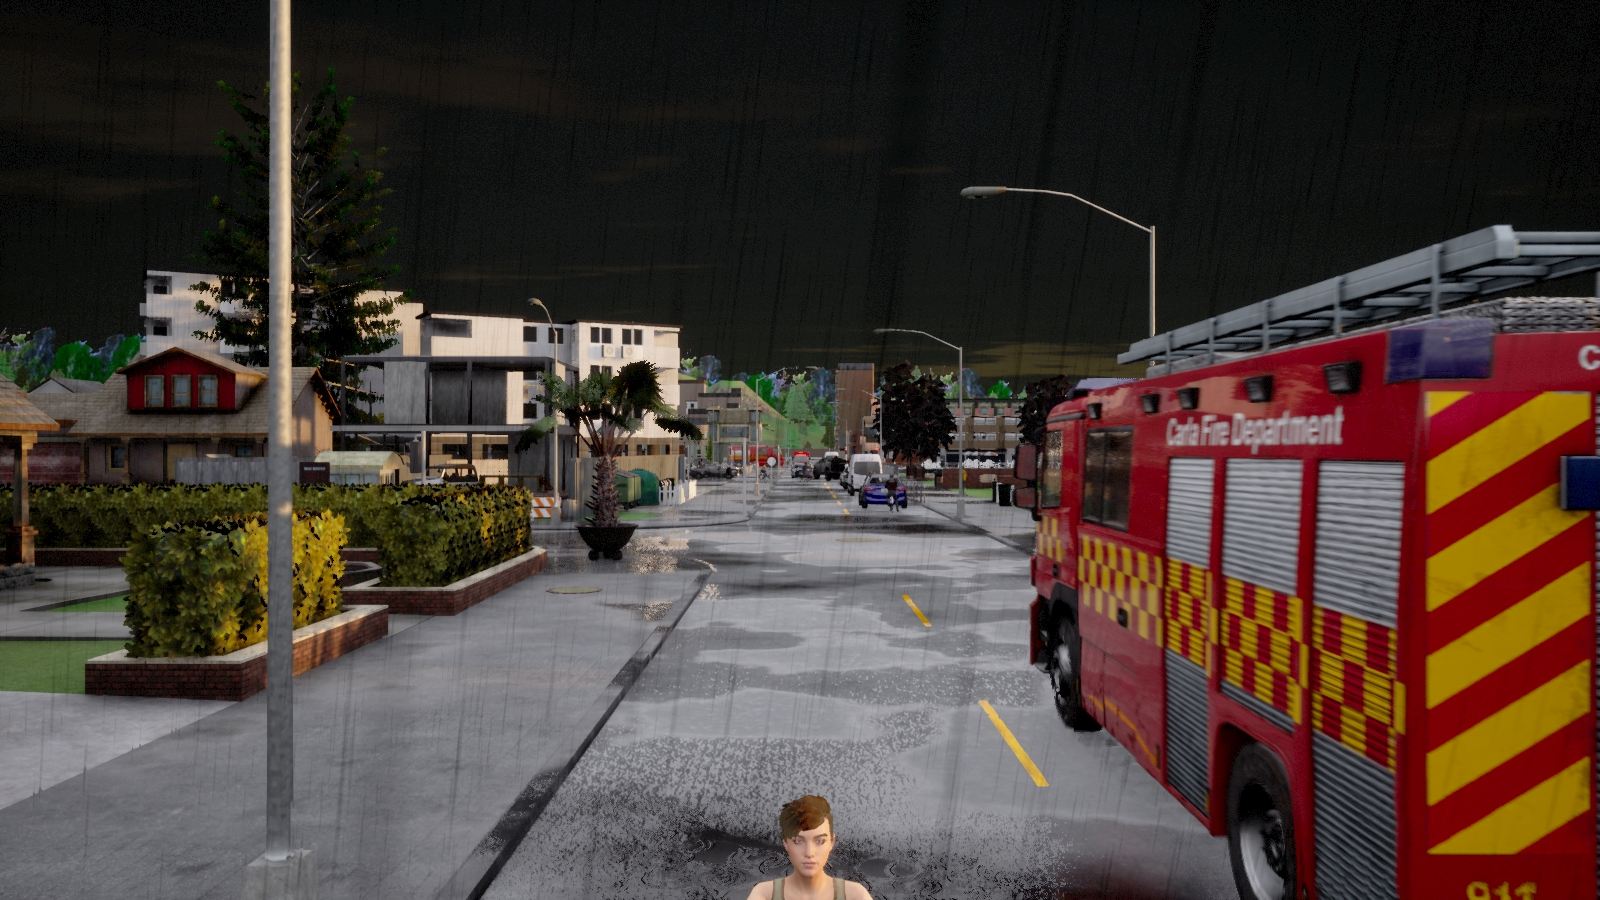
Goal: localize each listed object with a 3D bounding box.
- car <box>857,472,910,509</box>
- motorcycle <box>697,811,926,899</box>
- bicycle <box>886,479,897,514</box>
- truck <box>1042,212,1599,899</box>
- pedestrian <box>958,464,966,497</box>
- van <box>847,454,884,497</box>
[{"bbox_3d":[4.046,1.967,56.171,2.242,1.667,4.611,0,0,0],"label":"car"},{"bbox_3d":[0.039,2.155,3.558,0.764,1.307,2.356,0,0,0],"label":"motorcycle"},{"bbox_3d":[4.077,2.060,50.936,0.329,1.471,1.835,0,0,0],"label":"bicycle"},{"bbox_3d":[4.244,0.890,9.151,2.891,3.827,8.468,0,0,0],"label":"truck"},{"bbox_3d":[9.296,1.744,65.547,0.375,1.860,0.375,0,0,-1],"label":"pedestrian"},{"bbox_3d":[4.045,1.534,71.355,1.988,2.561,5.915,0,0,0],"label":"van"}]
